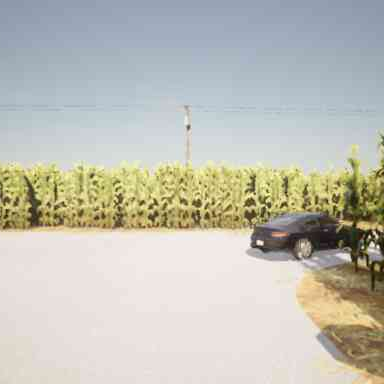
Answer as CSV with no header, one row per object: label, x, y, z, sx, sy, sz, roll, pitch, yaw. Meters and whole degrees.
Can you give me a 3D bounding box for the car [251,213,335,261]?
car,4.226,1.460,11.857,4.674,1.442,1.812,0,-1,-29
